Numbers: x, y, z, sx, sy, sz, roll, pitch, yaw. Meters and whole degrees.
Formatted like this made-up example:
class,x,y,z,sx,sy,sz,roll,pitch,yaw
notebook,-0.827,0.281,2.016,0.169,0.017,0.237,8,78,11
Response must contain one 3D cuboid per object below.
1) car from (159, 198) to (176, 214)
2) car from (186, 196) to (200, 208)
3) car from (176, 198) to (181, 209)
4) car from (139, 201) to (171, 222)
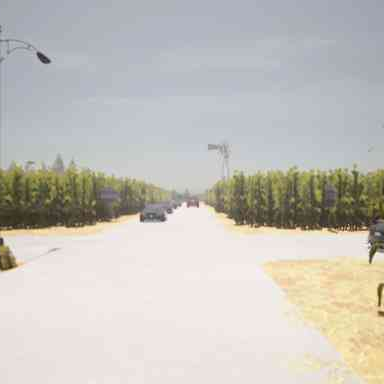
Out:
class,x,y,z,sx,sy,sz,roll,pitch,yaw
car,-3.140,1.673,37.843,1.837,1.490,4.892,0,0,0
car,0.184,1.766,58.306,2.150,2.045,5.566,0,-1,0
car,-3.115,1.779,48.165,2.128,1.511,4.902,0,-1,0
car,-3.157,1.712,27.810,1.994,1.385,4.181,0,0,0
